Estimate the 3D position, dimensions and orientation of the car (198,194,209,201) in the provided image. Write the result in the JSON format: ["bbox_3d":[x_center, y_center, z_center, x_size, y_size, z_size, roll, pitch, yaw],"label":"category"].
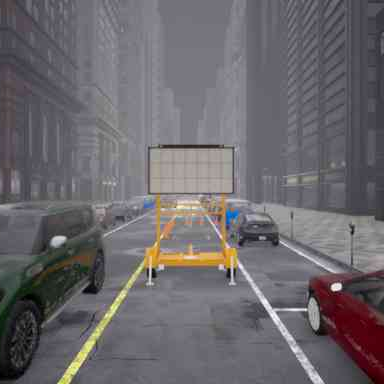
[{"bbox_3d":[2.621,1.359,60.167,2.192,1.841,5.009,0,0,0],"label":"car"}]

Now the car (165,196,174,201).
[{"bbox_3d":[-5.969,1.657,88.315,1.947,1.339,4.313,0,0,0],"label":"car"}]

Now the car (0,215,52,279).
[{"bbox_3d":[-5.785,1.526,9.233,1.752,1.417,4.829,0,0,0],"label":"car"}]

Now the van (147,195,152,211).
[{"bbox_3d":[-5.851,1.359,37.587,1.690,1.788,3.998,0,0,0],"label":"van"}]

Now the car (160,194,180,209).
[{"bbox_3d":[-3.205,1.380,47.013,2.097,1.767,4.553,0,0,0],"label":"car"}]

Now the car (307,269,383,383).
[{"bbox_3d":[2.753,1.545,3.804,1.887,1.381,4.507,0,0,0],"label":"car"}]

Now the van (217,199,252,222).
[{"bbox_3d":[2.713,1.346,20.713,1.690,1.788,3.998,0,0,0],"label":"van"}]

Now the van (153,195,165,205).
[{"bbox_3d":[-5.904,1.385,60.132,1.690,1.788,3.998,0,0,0],"label":"van"}]

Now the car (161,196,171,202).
[{"bbox_3d":[-5.943,1.615,77.042,1.887,1.381,4.507,0,0,0],"label":"car"}]

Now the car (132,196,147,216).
[{"bbox_3d":[-5.838,1.453,31.950,1.967,1.590,4.097,0,0,0],"label":"car"}]

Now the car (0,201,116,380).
[{"bbox_3d":[-3.113,1.222,5.833,2.150,2.045,5.566,0,0,0],"label":"car"}]

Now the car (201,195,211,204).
[{"bbox_3d":[2.648,1.575,48.894,1.887,1.381,4.507,0,0,0],"label":"car"}]

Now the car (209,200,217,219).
[{"bbox_3d":[2.700,1.560,26.349,2.008,1.369,4.403,0,0,0],"label":"car"}]

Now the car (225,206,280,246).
[{"bbox_3d":[2.727,1.554,15.077,2.008,1.369,4.403,0,0,0],"label":"car"}]

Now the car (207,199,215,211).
[{"bbox_3d":[2.687,1.595,31.986,1.802,1.307,4.206,0,0,0],"label":"car"}]

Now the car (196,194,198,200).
[{"bbox_3d":[2.568,1.606,82.882,1.752,1.417,4.829,0,0,0],"label":"car"}]

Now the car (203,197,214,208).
[{"bbox_3d":[2.674,1.569,37.622,2.008,1.369,4.403,0,0,0],"label":"car"}]

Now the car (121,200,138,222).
[{"bbox_3d":[-5.825,1.575,26.313,1.947,1.339,4.313,0,0,0],"label":"car"}]

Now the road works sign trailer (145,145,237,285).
[{"bbox_3d":[-0.021,0.465,9.456,2.380,3.560,2.880,0,0,0],"label":"road works sign trailer"}]

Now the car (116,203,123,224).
[{"bbox_3d":[-5.811,1.587,20.677,1.802,1.307,4.206,0,0,0],"label":"car"}]

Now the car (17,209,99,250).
[{"bbox_3d":[-5.798,1.569,15.040,1.947,1.339,4.313,0,0,0],"label":"car"}]

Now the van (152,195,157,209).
[{"bbox_3d":[-5.865,1.365,43.223,1.690,1.788,3.998,0,0,0],"label":"van"}]

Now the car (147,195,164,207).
[{"bbox_3d":[-5.891,1.351,54.496,2.192,1.841,5.009,0,0,0],"label":"car"}]
